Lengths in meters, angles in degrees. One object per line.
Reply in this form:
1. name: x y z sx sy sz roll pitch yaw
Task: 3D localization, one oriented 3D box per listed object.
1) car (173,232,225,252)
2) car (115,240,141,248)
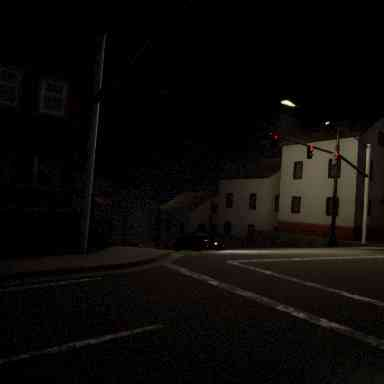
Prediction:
1. car: 0.424 3.526 23.647 1.994 1.385 4.181 6 -12 -35
2. car: -6.900 5.599 33.679 1.882 1.535 5.008 6 -18 -35
